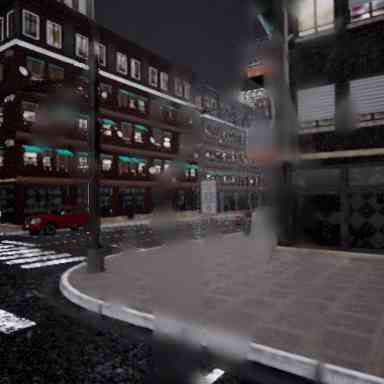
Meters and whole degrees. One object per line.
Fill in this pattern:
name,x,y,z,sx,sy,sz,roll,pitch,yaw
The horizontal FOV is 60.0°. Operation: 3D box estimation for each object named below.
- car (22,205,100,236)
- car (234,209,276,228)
car,-8.519,1.799,22.197,2.192,1.841,5.009,-2,-2,35
car,4.876,2.161,26.767,1.802,1.307,4.206,-2,-2,35
